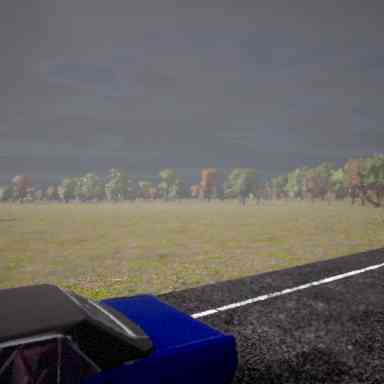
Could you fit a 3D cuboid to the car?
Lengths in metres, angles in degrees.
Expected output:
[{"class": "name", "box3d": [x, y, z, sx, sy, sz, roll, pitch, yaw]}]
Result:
[{"class": "car", "box3d": [-1.951, 1.604, 2.627, 4.718, 1.301, 1.895, 0, 0, -36]}]
